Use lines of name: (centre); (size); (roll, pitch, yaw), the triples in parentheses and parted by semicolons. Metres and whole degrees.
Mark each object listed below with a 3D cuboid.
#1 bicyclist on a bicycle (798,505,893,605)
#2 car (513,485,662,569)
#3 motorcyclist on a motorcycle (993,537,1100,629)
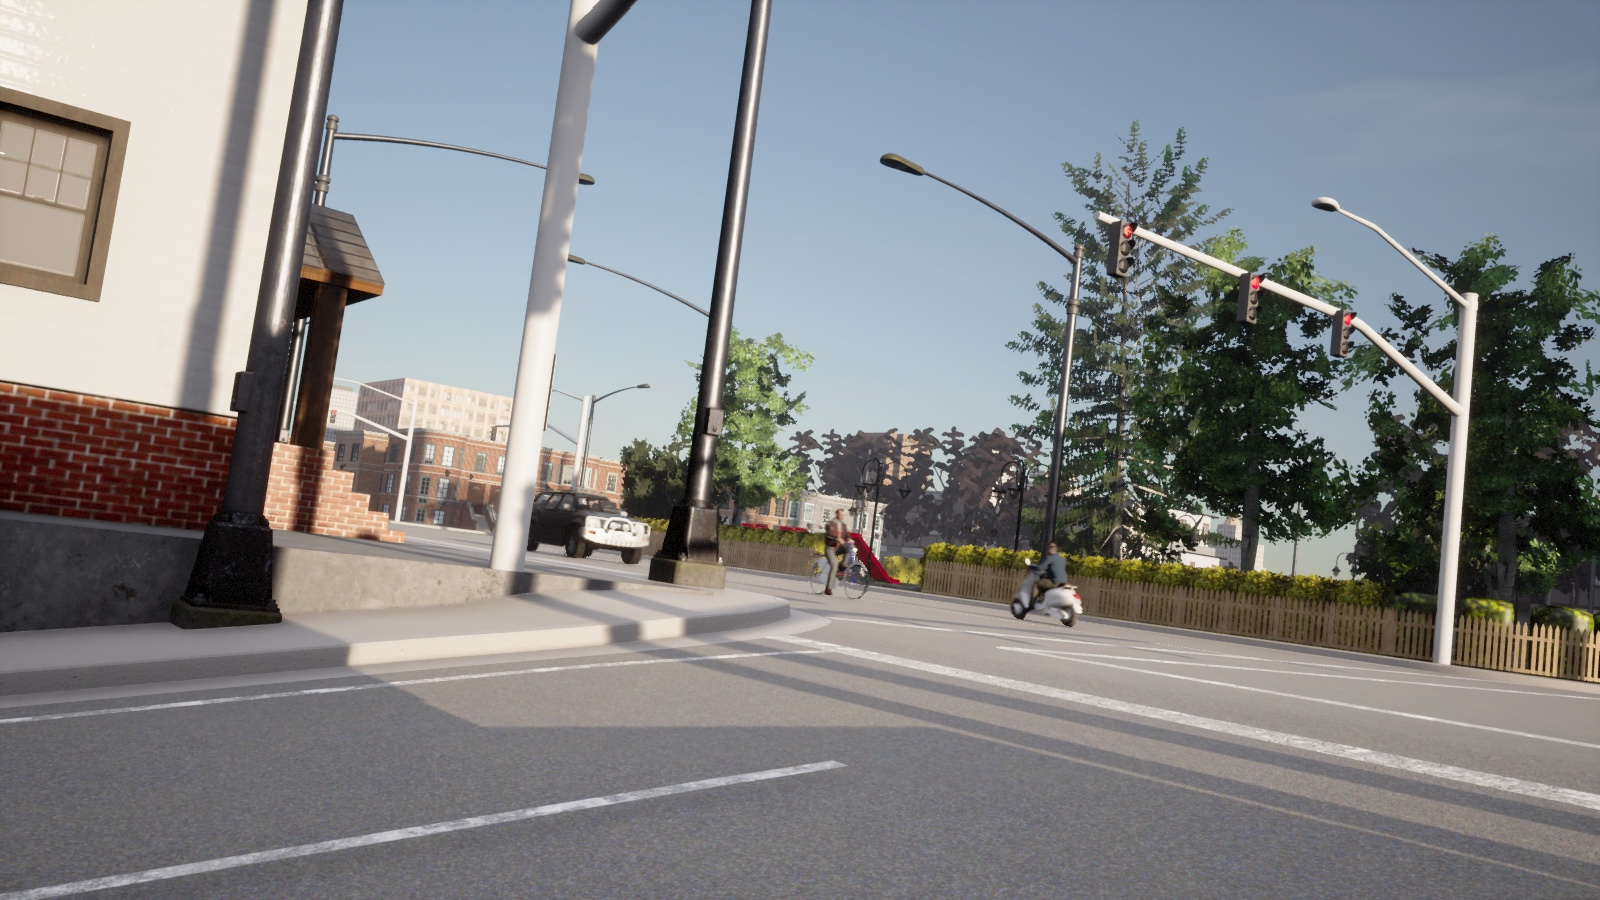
bicyclist on a bicycle: (0.870, 2.021, 24.481); (0.659, 1.776, 1.843); (10, -7, -35)
car: (-5.817, 2.028, 33.912); (1.932, 1.855, 4.605); (10, -6, -35)
motorcyclist on a motorcycle: (4.855, 2.611, 24.827); (0.866, 1.590, 1.817); (10, -6, -35)
